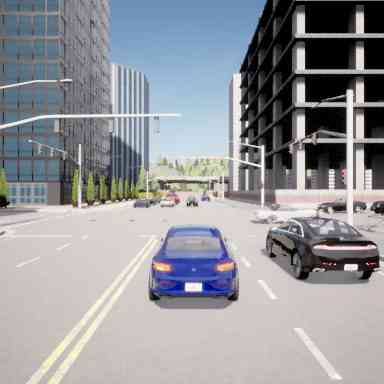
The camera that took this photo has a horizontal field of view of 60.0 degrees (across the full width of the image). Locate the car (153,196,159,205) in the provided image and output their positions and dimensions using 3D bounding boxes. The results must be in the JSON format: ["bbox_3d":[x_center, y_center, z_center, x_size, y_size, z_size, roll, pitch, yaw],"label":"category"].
[{"bbox_3d":[-7.198,1.601,56.896,1.895,1.301,4.718,0,0,0],"label":"car"}]

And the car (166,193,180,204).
[{"bbox_3d":[-3.693,1.221,60.038,2.150,2.045,5.566,0,0,0],"label":"car"}]

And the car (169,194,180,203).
[{"bbox_3d":[-3.638,1.355,70.028,2.097,1.767,4.553,0,0,0],"label":"car"}]

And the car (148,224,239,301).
[{"bbox_3d":[0.044,1.526,8.226,1.812,1.442,4.674,0,0,0],"label":"car"}]

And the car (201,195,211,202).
[{"bbox_3d":[3.347,1.522,77.827,1.812,1.442,4.674,0,0,0],"label":"car"}]

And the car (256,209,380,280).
[{"bbox_3d":[3.560,1.492,9.949,2.128,1.511,4.902,0,0,-1],"label":"car"}]

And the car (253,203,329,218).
[{"bbox_3d":[6.867,1.560,23.751,4.718,1.301,1.895,0,0,-1],"label":"car"}]

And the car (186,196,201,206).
[{"bbox_3d":[0.012,1.601,53.370,1.895,1.301,4.718,0,0,0],"label":"car"}]

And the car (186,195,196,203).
[{"bbox_3d":[-0.142,1.524,74.259,2.128,1.511,4.902,0,0,0],"label":"car"}]

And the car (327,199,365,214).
[{"bbox_3d":[15.515,1.436,34.543,4.902,1.511,2.128,0,0,0],"label":"car"}]

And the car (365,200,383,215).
[{"bbox_3d":[19.762,1.166,31.054,5.566,2.045,2.150,0,0,0],"label":"car"}]

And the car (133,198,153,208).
[{"bbox_3d":[-7.190,1.564,48.135,1.994,1.385,4.181,0,0,0],"label":"car"}]

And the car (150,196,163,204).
[{"bbox_3d":[-7.151,1.547,67.525,2.033,1.411,5.357,0,0,0],"label":"car"}]

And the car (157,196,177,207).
[{"bbox_3d":[-3.695,1.601,50.263,1.895,1.301,4.718,0,0,0],"label":"car"}]

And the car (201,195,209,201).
[{"bbox_3d":[3.329,1.483,86.902,1.837,1.490,4.892,0,0,0],"label":"car"}]
